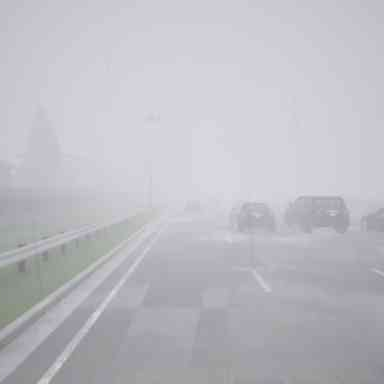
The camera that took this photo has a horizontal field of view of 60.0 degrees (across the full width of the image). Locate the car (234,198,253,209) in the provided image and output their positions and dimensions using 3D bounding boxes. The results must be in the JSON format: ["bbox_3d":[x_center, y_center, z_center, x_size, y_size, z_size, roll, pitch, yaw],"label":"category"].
[{"bbox_3d":[7.093,1.570,46.226,1.994,1.385,4.181,0,0,0],"label":"car"}]

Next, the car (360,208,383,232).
[{"bbox_3d":[10.595,1.507,17.183,1.837,1.490,4.892,0,0,0],"label":"car"}]

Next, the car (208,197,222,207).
[{"bbox_3d":[3.592,1.512,52.128,1.837,1.490,4.892,0,0,0],"label":"car"}]

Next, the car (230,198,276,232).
[{"bbox_3d":[3.597,1.355,20.371,2.097,1.767,4.553,0,0,0],"label":"car"}]

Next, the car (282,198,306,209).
[{"bbox_3d":[14.097,1.570,46.315,1.994,1.385,4.181,0,0,0],"label":"car"}]

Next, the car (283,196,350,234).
[{"bbox_3d":[7.099,1.224,19.463,2.150,2.045,5.566,0,0,0],"label":"car"}]

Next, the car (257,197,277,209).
[{"bbox_3d":[10.592,1.532,47.343,1.812,1.442,4.674,0,0,0],"label":"car"}]

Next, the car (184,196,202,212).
[{"bbox_3d":[0.095,1.496,38.638,2.128,1.511,4.902,0,0,0],"label":"car"}]

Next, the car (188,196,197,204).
[{"bbox_3d":[0.093,1.487,65.943,1.882,1.535,5.008,0,0,0],"label":"car"}]
